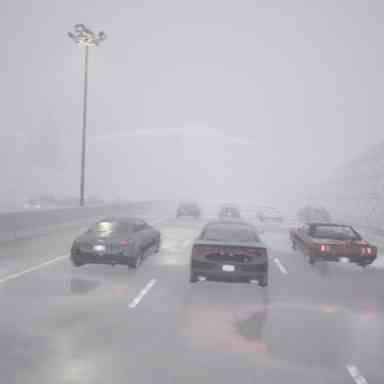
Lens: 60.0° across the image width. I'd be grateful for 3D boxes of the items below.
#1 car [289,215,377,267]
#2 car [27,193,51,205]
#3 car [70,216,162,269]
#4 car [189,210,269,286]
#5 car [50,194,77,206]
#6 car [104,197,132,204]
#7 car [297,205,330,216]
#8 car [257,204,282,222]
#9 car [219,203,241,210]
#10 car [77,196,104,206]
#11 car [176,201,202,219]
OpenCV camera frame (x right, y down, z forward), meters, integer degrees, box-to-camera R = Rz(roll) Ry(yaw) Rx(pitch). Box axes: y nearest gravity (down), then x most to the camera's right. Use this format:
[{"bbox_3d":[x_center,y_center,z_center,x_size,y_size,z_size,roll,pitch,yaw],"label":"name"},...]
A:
[{"bbox_3d":[4.893,1.781,12.290,1.895,1.301,4.718,2,0,7],"label":"car"},{"bbox_3d":[-19.732,0.924,44.122,1.837,1.490,4.892,2,0,7],"label":"car"},{"bbox_3d":[-2.291,1.503,11.041,1.994,1.385,4.181,2,0,7],"label":"car"},{"bbox_3d":[1.084,1.527,9.737,1.882,1.535,5.008,2,0,7],"label":"car"},{"bbox_3d":[-16.243,1.188,43.875,1.895,1.301,4.718,2,0,7],"label":"car"},{"bbox_3d":[-9.290,1.359,43.079,1.895,1.301,4.718,2,0,7],"label":"car"},{"bbox_3d":[10.249,1.874,28.302,2.128,1.511,4.902,2,0,7],"label":"car"},{"bbox_3d":[6.885,1.798,29.796,1.812,1.442,4.674,2,0,6],"label":"car"},{"bbox_3d":[3.410,1.682,30.196,1.812,1.442,4.674,2,0,6],"label":"car"},{"bbox_3d":[-12.762,1.247,43.507,1.994,1.385,4.181,2,0,7],"label":"car"},{"bbox_3d":[-0.178,1.527,29.485,2.128,1.511,4.902,2,0,7],"label":"car"}]
